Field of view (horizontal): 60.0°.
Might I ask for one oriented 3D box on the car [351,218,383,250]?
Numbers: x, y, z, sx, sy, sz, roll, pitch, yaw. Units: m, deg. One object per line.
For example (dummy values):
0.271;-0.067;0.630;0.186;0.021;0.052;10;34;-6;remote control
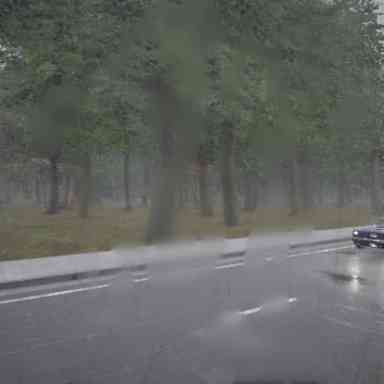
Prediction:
8.672;1.733;13.866;4.718;1.301;1.895;1;0;-35;car
